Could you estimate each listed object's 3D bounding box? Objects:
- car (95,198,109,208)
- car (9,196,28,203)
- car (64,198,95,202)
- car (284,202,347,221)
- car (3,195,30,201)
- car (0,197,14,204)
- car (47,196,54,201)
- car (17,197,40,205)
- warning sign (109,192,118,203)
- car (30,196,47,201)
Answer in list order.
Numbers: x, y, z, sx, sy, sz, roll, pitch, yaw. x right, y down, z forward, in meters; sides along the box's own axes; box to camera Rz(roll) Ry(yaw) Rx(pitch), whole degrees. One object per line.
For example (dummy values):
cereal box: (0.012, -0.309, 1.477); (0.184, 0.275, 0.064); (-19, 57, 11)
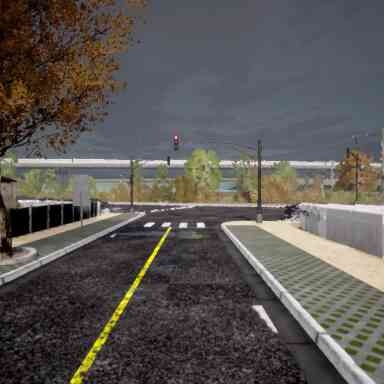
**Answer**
car: (-14.205, 1.627, 48.538); (5.008, 1.535, 1.882); (0, 2, 36)
car: (-38.963, 1.585, 74.674); (4.892, 1.490, 1.837); (-1, 2, 36)
car: (-16.194, 1.737, 45.967); (5.008, 1.535, 1.882); (0, 2, 36)
car: (9.973, 1.526, 26.782); (4.902, 1.511, 2.128); (-1, 1, 24)
car: (-30.356, 1.608, 56.304); (5.566, 2.045, 2.150); (-1, 1, 37)
car: (-40.871, 1.734, 72.047); (5.357, 1.411, 2.033); (-1, 2, 36)
car: (-30.525, 1.625, 68.548); (4.902, 1.511, 2.128); (-1, 2, 36)
car: (-32.437, 1.740, 65.925); (4.902, 1.511, 2.128); (-1, 2, 36)
warning sign: (-14.246, 0.995, 60.260); (1.060, 1.860, 1.300); (2, 1, 36)
car: (-28.476, 1.626, 58.974); (4.553, 1.767, 2.097); (0, 2, 37)
